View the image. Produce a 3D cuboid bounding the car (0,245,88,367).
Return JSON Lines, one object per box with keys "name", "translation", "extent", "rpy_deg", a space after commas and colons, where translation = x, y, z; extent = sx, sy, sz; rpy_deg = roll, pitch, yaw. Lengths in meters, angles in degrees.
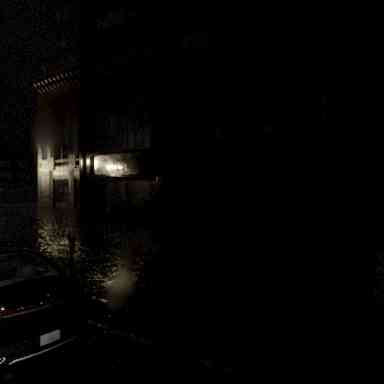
{"name": "car", "translation": [-3.509, 1.535, 5.328], "extent": [4.403, 1.369, 2.008], "rpy_deg": [0, 0, 35]}
